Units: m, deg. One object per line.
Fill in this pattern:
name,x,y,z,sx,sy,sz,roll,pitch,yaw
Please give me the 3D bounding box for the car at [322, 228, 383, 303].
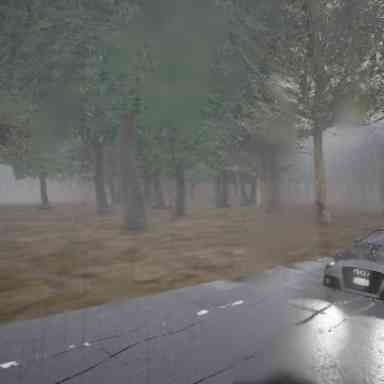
car,4.855,1.538,7.602,4.181,1.385,1.994,0,0,-37
